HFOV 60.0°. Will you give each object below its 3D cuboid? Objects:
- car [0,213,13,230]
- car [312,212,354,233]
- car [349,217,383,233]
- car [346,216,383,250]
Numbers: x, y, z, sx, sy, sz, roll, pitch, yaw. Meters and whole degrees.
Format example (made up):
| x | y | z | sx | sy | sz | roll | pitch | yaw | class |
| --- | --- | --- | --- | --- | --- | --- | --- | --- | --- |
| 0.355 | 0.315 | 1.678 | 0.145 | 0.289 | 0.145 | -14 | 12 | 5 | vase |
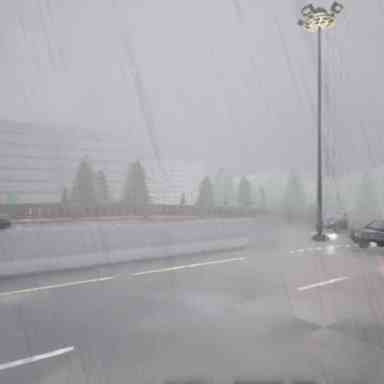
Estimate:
| x | y | z | sx | sy | sz | roll | pitch | yaw | class |
| --- | --- | --- | --- | --- | --- | --- | --- | --- | --- |
| -11.846 | 1.526 | 17.038 | 4.674 | 1.442 | 1.812 | 0 | 0 | -35 | car |
| 10.893 | 2.237 | 24.655 | 4.674 | 1.442 | 1.812 | 5 | -3 | -35 | car |
| 21.484 | 4.012 | 40.782 | 4.892 | 1.490 | 1.837 | 8 | -5 | -35 | car |
| 8.991 | 1.877 | 14.460 | 4.718 | 1.301 | 1.895 | 3 | -2 | -35 | car |
